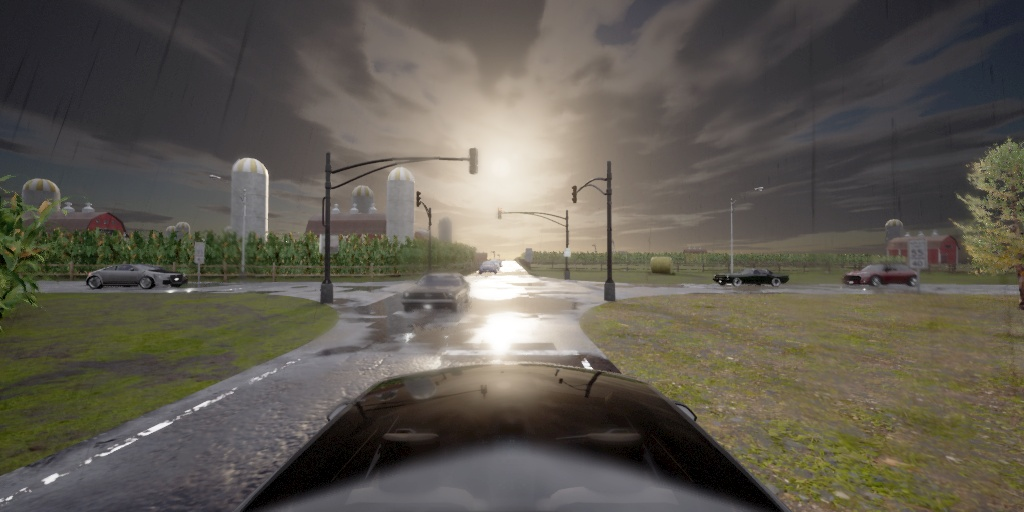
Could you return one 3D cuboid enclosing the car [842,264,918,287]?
[{"bbox_3d":[27.678,1.413,27.051,4.553,1.767,2.097,1,-1,-4],"label":"car"}]

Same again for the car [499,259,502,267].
[{"bbox_3d":[-2.840,1.327,53.590,1.812,1.442,4.674,0,0,0],"label":"car"}]

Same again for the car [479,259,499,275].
[{"bbox_3d":[-2.617,1.307,39.262,1.812,1.442,4.674,0,0,-3],"label":"car"}]

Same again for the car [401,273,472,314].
[{"bbox_3d":[-2.730,1.355,13.879,1.895,1.301,4.718,0,0,0],"label":"car"}]

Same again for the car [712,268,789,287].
[{"bbox_3d":[17.410,1.566,26.318,4.718,1.301,1.895,1,-1,-4],"label":"car"}]

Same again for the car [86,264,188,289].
[{"bbox_3d":[-20.960,1.117,20.166,4.181,1.385,1.994,0,-1,-3],"label":"car"}]
